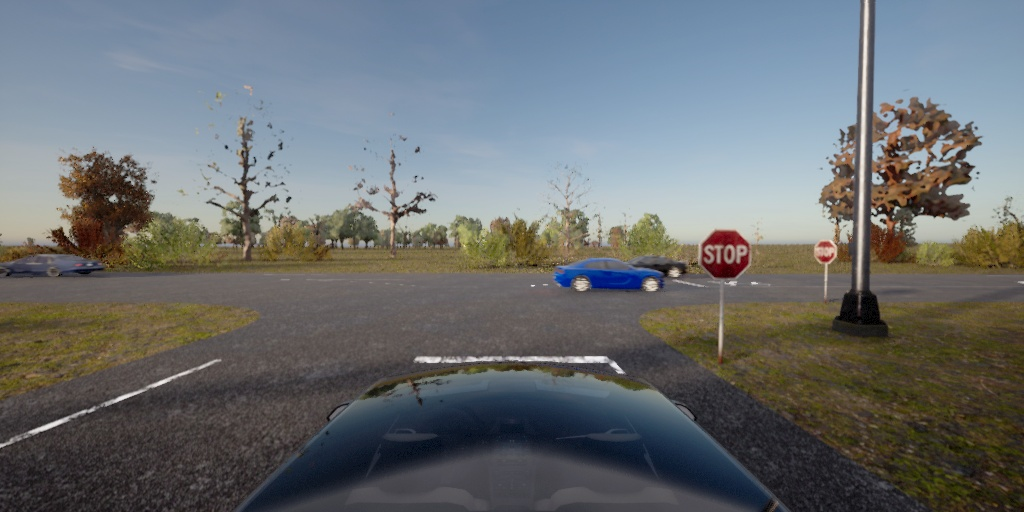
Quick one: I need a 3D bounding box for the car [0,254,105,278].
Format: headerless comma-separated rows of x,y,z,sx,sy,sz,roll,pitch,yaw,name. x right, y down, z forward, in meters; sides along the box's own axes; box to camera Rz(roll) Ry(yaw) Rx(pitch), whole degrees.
-29.201,0.596,22.604,5.357,1.411,2.033,0,2,-2,car

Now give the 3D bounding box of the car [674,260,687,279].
8.874,0.710,23.655,5.008,1.535,1.882,0,2,-2,car

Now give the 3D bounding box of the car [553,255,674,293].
4.410,0.838,16.524,5.008,1.535,1.882,0,2,-2,car
